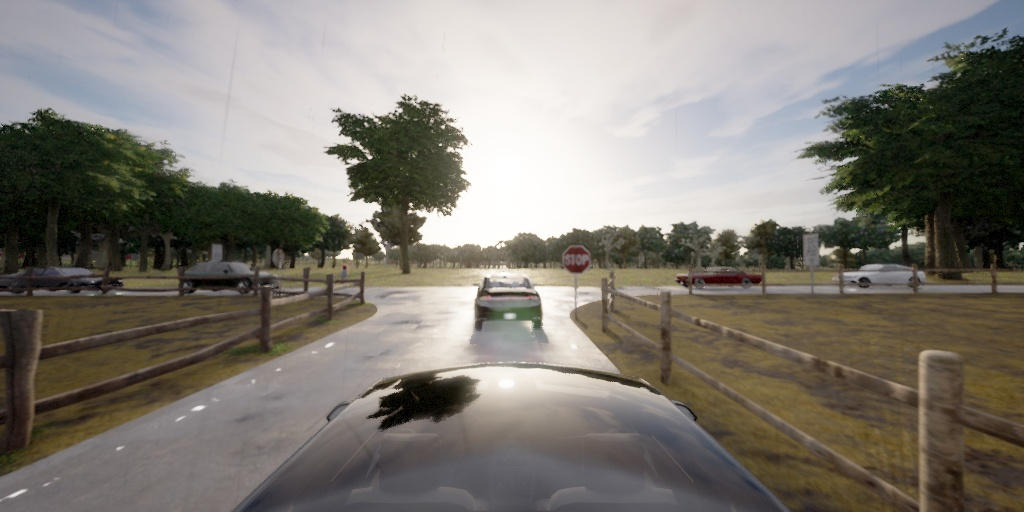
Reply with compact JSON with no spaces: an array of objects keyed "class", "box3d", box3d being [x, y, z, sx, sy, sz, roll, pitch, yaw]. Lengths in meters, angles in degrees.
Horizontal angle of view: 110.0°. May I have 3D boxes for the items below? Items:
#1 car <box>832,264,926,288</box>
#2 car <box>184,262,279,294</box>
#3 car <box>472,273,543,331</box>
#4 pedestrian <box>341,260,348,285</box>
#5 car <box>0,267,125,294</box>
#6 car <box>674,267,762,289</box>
[{"class":"car","box3d":[23.141,1.252,22.697,4.674,1.442,1.812,0,-2,4]},{"class":"car","box3d":[-15.478,1.137,19.896,4.553,1.767,2.097,0,-2,1]},{"class":"car","box3d":[-0.204,1.269,11.204,2.128,1.511,4.902,0,0,-4]},{"class":"pedestrian","box3d":[-12.139,1.209,25.917,0.375,1.860,0.375,0,-2,0]},{"class":"car","box3d":[-25.009,1.330,19.927,5.357,1.411,2.033,0,-2,0]},{"class":"car","box3d":[12.984,1.379,22.839,4.718,1.301,1.895,0,-2,-1]}]
